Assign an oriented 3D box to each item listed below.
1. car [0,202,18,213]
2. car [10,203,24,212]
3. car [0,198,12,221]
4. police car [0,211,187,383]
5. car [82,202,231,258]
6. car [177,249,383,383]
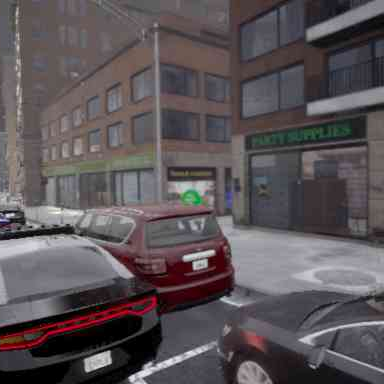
[{"bbox_3d":[-8.408,1.339,12.996,1.882,1.535,5.008,-3,2,-37],"label":"car"},{"bbox_3d":[-11.290,1.312,20.029,1.947,1.339,4.313,-4,2,-37],"label":"car"},{"bbox_3d":[-14.720,1.240,24.551,1.752,1.417,4.829,-4,2,-37],"label":"car"},{"bbox_3d":[-2.433,1.338,5.114,1.930,1.638,5.238,-3,2,-37],"label":"police car"},{"bbox_3d":[-1.318,1.150,6.858,2.192,1.841,5.009,-4,2,-37],"label":"car"},{"bbox_3d":[2.017,1.413,2.478,2.008,1.369,4.403,-4,2,-37],"label":"car"}]
